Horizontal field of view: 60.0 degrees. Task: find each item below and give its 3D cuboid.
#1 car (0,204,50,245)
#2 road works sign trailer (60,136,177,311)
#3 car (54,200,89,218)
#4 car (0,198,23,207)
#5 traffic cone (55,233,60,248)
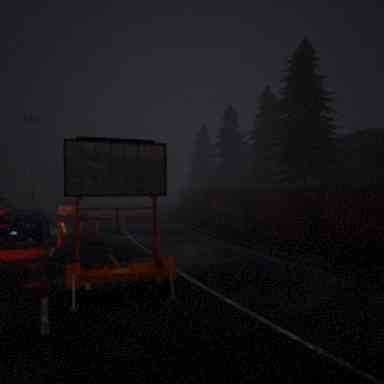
[{"bbox_3d":[-8.146,1.590,16.218,1.882,1.535,5.008,0,0,-18],"label":"car"},{"bbox_3d":[-1.833,0.508,8.090,2.380,3.560,2.880,0,0,-20],"label":"road works sign trailer"},{"bbox_3d":[-11.608,1.553,32.848,2.097,1.767,4.553,0,0,-7],"label":"car"},{"bbox_3d":[-13.395,1.388,22.207,2.150,2.045,5.566,0,0,-13],"label":"car"},{"bbox_3d":[-5.630,2.045,14.145,0.340,0.580,0.340,0,0,-20],"label":"traffic cone"}]
